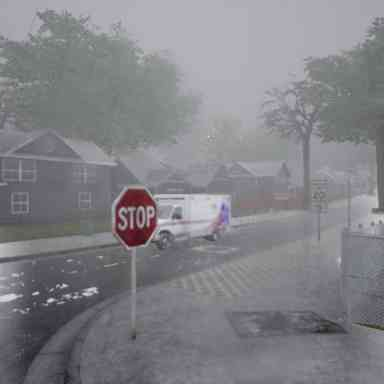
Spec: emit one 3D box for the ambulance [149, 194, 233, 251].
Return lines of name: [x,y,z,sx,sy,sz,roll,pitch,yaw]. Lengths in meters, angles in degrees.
ambulance: [-0.428,1.341,16.598,2.351,2.431,6.366,-1,-1,36]
